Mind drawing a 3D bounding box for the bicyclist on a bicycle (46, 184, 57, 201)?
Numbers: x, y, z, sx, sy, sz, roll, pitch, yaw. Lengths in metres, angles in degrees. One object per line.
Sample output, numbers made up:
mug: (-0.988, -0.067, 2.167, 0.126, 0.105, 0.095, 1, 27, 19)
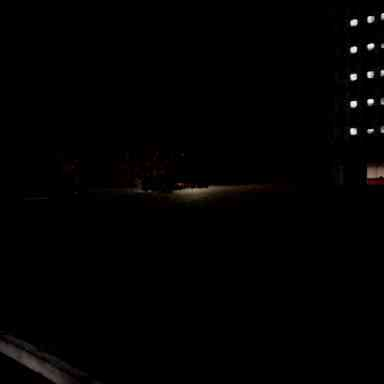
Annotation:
bicyclist on a bicycle: (-12.805, 0.063, 30.353, 1.656, 1.620, 0.582, 0, 2, 33)

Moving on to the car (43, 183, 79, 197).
car: (-17.205, -0.329, 43.764, 2.097, 1.767, 4.553, 0, 3, 32)

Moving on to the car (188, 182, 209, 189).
car: (1.388, -1.202, 62.318, 1.895, 1.301, 4.718, 0, 3, 29)

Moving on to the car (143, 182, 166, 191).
car: (-6.831, -1.061, 60.952, 1.812, 1.442, 4.674, 0, 3, 30)

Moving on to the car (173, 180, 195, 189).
car: (-1.488, -1.459, 63.831, 2.097, 1.767, 4.553, 0, 3, 29)

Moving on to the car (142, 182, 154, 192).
car: (-6.168, -0.836, 55.508, 2.033, 1.411, 5.357, 0, 3, 30)

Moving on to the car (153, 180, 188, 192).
car: (-3.389, -0.822, 53.821, 2.033, 1.411, 5.357, 0, 3, 30)
